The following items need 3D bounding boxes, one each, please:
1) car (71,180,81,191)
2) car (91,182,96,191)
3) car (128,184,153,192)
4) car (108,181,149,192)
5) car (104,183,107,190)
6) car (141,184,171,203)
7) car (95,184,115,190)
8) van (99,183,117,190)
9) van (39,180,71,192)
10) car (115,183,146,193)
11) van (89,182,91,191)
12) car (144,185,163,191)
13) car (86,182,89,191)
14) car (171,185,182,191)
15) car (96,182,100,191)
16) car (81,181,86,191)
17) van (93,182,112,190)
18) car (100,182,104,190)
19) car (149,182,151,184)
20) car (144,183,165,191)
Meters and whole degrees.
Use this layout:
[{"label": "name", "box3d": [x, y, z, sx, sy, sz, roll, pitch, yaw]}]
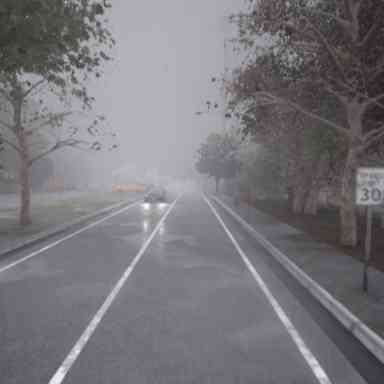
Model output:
[{"label": "car", "box3d": [-23.494, -1.172, 59.343, 5.566, 2.045, 2.435, 1, 1, 0]}, {"label": "car", "box3d": [-23.447, -1.180, 70.421, 4.553, 1.767, 2.185, 1, 1, 0]}, {"label": "car", "box3d": [-10.429, -0.809, 67.464, 4.792, 1.488, 2.163, 1, 1, 0]}, {"label": "car", "box3d": [-10.200, -0.631, 53.600, 5.366, 1.575, 1.946, 1, 1, 0]}, {"label": "car", "box3d": [-23.483, -1.148, 78.733, 4.892, 1.521, 2.231, 1, 1, 0]}, {"label": "car", "box3d": [-3.369, 0.217, 31.707, 1.812, 1.442, 4.674, 1, 2, 0]}, {"label": "car", "box3d": [-23.505, -1.276, 89.812, 5.008, 1.535, 2.097, 1, 1, 0]}, {"label": "van", "box3d": [-23.383, -1.515, 92.431, 4.442, 1.987, 1.878, 1, 0, 0]}, {"label": "van", "box3d": [-23.581, -1.098, 56.452, 4.442, 1.987, 1.878, 1, 1, 0]}, {"label": "car", "box3d": [-10.394, -0.685, 56.368, 4.892, 1.521, 2.231, 1, 1, 0]}, {"label": "van", "box3d": [-23.591, -1.250, 67.650, 4.442, 1.987, 1.878, 1, 1, 0]}, {"label": "car", "box3d": [-10.451, -1.062, 89.678, 4.792, 1.488, 2.163, 1, 0, 0]}, {"label": "car", "box3d": [-23.468, -0.990, 64.882, 4.892, 1.521, 2.231, 1, 1, 0]}, {"label": "car", "box3d": [-3.331, -0.878, 73.994, 1.812, 1.442, 4.674, 1, 1, 0]}, {"label": "car", "box3d": [-23.478, -1.085, 73.068, 5.008, 1.535, 2.097, 1, 1, 0]}, {"label": "car", "box3d": [-23.287, -0.958, 62.115, 5.366, 1.575, 1.946, 1, 1, 0]}, {"label": "van", "box3d": [-23.377, -1.469, 87.040, 4.442, 1.987, 1.878, 1, 1, 0]}, {"label": "car", "box3d": [-23.481, -1.118, 75.963, 5.008, 1.535, 2.097, 1, 1, 0]}, {"label": "car", "box3d": [-10.397, -0.733, 59.140, 5.008, 1.535, 2.097, 1, 1, 0]}, {"label": "car", "box3d": [-10.449, -1.359, 92.429, 5.566, 2.045, 2.435, 1, 0, 0]}]
